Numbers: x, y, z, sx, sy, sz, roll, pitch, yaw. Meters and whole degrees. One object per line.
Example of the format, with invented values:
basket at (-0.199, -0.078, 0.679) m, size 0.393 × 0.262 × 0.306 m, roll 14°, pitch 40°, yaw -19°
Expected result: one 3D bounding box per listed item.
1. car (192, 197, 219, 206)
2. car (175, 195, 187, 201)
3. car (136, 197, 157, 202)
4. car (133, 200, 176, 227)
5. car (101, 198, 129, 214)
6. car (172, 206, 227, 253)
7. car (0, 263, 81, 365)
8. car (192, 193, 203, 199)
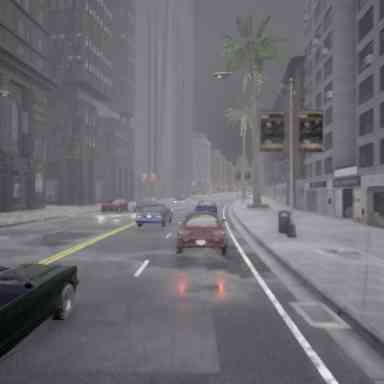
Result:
car at (1.309, 1.448, 29.212) m, size 1.882 × 1.535 × 5.008 m, roll 0°, pitch 0°, yaw 4°
car at (-2.508, 1.325, 75.004) m, size 1.882 × 1.535 × 5.008 m, roll 0°, pitch 0°, yaw 10°
car at (-4.851, 1.311, 35.683) m, size 2.097 × 1.767 × 4.553 m, roll 0°, pitch 0°, yaw 6°
car at (-2.429, 1.530, 22.525) m, size 2.033 × 1.411 × 5.357 m, roll 0°, pitch 0°, yaw 4°
car at (-8.139, 1.437, 35.459) m, size 1.882 × 1.535 × 5.008 m, roll 0°, pitch 0°, yaw 5°
car at (0.414, 1.523, 13.506) m, size 1.812 × 1.442 × 4.674 m, roll 0°, pitch 0°, yaw 2°
car at (-3.117, 1.600, 4.353) m, size 1.895 × 1.301 × 4.718 m, roll 0°, pitch 0°, yaw 1°
car at (1.244, 1.025, 77.441) m, size 2.097 × 1.767 × 4.553 m, roll 0°, pitch 0°, yaw 10°
